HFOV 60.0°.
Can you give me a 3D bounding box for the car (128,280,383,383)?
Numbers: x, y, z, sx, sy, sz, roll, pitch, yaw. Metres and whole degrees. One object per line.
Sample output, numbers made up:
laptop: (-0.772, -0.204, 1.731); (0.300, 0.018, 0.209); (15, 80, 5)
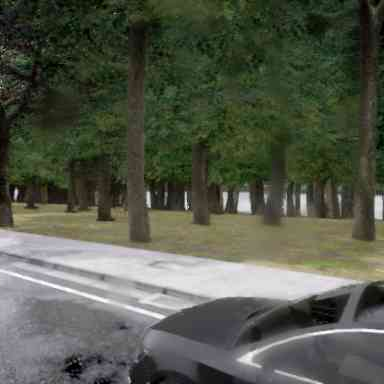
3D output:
car: (1.624, 1.506, 2.525); (4.892, 1.490, 1.837); (1, 1, 35)
